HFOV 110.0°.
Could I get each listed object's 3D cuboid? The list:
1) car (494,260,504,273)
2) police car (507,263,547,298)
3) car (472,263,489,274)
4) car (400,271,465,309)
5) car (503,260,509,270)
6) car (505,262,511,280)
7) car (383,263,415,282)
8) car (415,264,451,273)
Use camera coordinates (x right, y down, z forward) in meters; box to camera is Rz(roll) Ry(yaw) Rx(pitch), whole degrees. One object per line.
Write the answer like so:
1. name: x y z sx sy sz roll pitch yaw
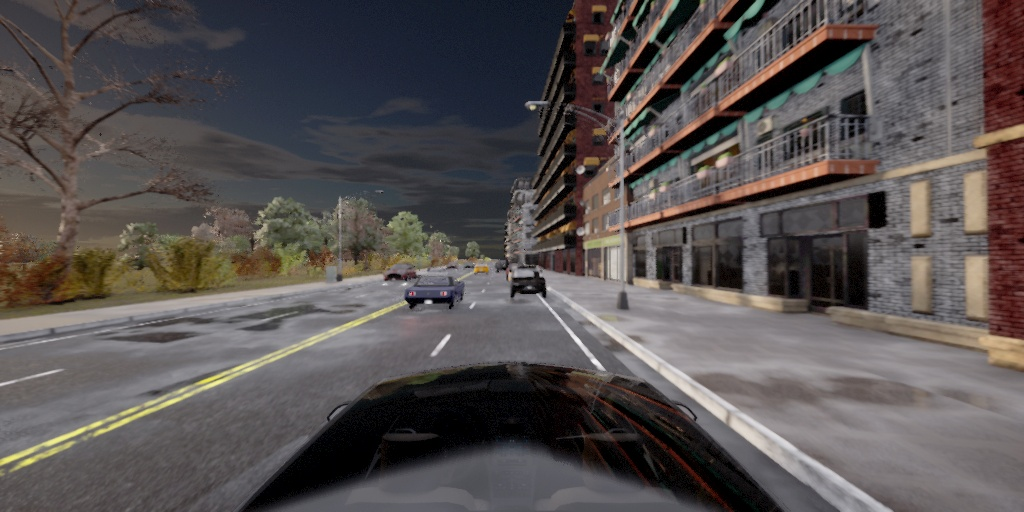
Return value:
1. car: -1.345 1.584 56.378 2.150 2.045 5.566 0 -1 -3
2. police car: 0.819 1.376 20.285 1.930 1.638 5.238 0 -1 -1
3. car: -4.273 1.781 51.076 1.882 1.535 5.008 0 -1 -3
4. car: -3.249 1.509 16.049 1.895 1.301 4.718 0 -1 -1
5. car: 0.432 1.480 36.226 2.097 1.767 4.553 0 -1 -2
6. car: 0.600 1.518 30.415 1.801 1.575 5.366 0 -1 -1
7. car: -10.312 1.458 33.370 2.097 1.767 4.553 0 -1 -2
8. car: -7.037 1.694 32.466 1.895 1.301 4.718 0 -1 -2
